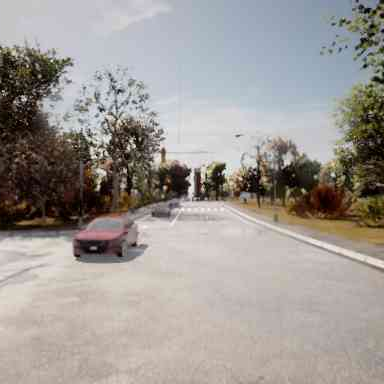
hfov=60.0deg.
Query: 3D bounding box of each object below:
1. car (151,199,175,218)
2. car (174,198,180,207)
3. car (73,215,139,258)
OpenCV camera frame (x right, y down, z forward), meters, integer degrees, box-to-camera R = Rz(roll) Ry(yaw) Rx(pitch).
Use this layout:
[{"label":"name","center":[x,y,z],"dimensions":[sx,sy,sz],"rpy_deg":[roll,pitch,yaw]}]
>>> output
[{"label":"car","center":[-3.475,2.009,38.819],"dimensions":[2.097,1.767,4.553],"rpy_deg":[0,0,0]},{"label":"car","center":[-3.240,2.010,63.352],"dimensions":[1.837,1.490,4.892],"rpy_deg":[0,1,1]},{"label":"car","center":[-3.504,1.789,14.308],"dimensions":[1.882,1.535,5.008],"rpy_deg":[0,-2,0]}]
